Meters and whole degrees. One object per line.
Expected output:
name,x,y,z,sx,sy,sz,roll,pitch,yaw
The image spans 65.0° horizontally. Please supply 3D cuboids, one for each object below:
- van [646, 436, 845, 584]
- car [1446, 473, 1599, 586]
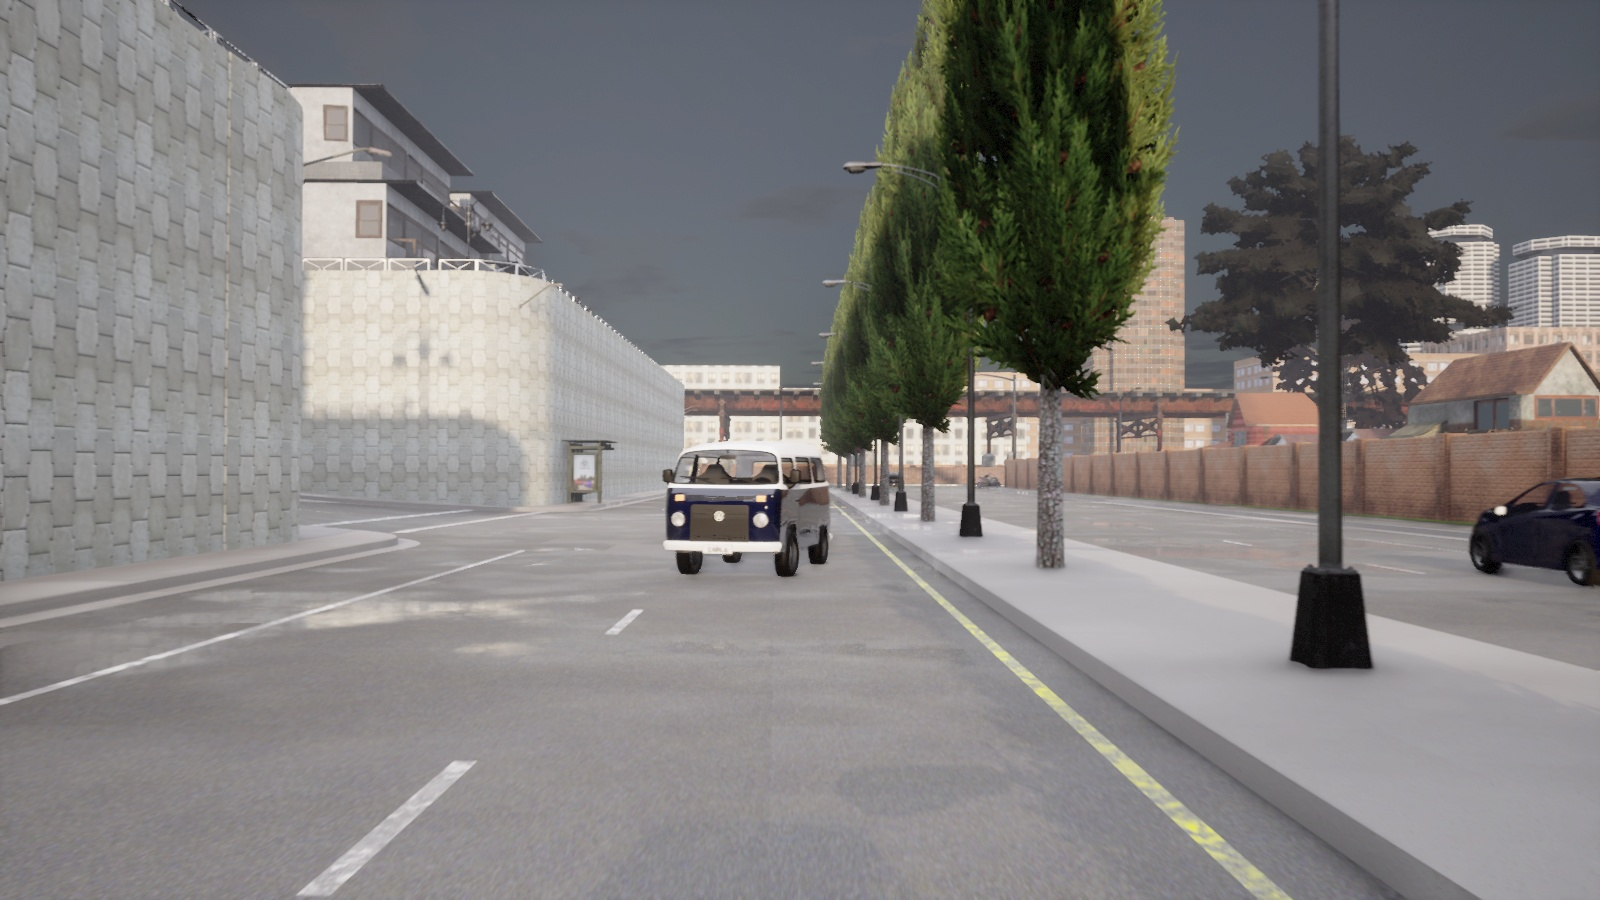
van,-0.702,0.872,19.766,2.069,2.038,4.480,0,-1,12
car,11.455,1.095,18.635,1.845,1.501,3.633,0,-1,0
